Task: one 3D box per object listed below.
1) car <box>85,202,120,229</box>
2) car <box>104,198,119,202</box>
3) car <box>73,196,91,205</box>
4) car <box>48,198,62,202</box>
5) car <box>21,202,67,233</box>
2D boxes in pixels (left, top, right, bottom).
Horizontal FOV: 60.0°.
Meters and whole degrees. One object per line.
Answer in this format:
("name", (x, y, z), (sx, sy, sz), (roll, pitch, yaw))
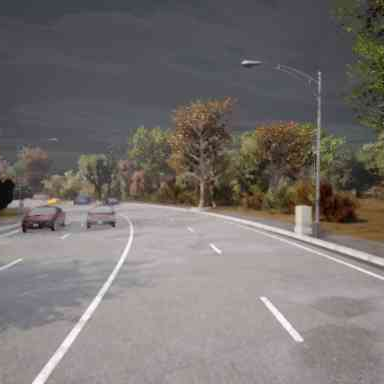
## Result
("car", (-6.159, 1.648, 23.003), (1.812, 1.442, 4.674), (-1, 0, -11))
("car", (-15.844, 1.845, 65.515), (1.994, 1.385, 4.181), (-2, 1, -34))
("car", (-23.744, 2.070, 70.856), (2.033, 1.411, 5.357), (-3, 1, -37))
("car", (-34.502, 2.297, 83.433), (5.008, 1.535, 1.882), (-1, 2, 44))
("car", (-9.423, 1.648, 21.488), (1.882, 1.535, 5.008), (-1, 0, -11))
